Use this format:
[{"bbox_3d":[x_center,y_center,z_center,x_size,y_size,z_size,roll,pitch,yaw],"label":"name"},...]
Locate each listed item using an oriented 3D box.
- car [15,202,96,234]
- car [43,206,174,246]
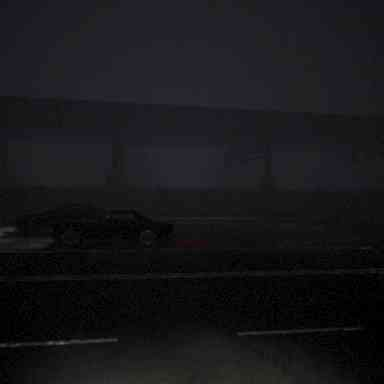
[{"bbox_3d":[-6.201,1.243,16.595,4.674,1.442,1.812,1,1,-8],"label":"car"},{"bbox_3d":[-3.165,1.397,13.504,4.718,1.301,1.895,1,1,-8],"label":"car"}]
